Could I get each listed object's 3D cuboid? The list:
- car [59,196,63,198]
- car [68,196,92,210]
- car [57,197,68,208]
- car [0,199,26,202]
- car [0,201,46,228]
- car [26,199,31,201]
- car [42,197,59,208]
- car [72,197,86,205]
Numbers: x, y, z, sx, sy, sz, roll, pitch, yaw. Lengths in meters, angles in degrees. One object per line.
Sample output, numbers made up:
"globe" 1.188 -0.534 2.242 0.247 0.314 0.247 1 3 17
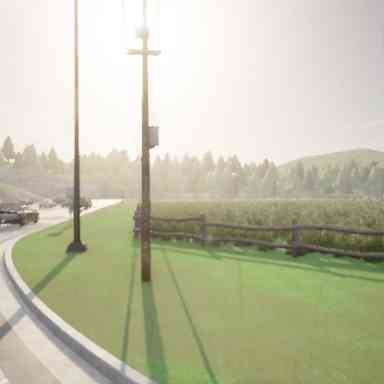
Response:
"car" -26.251 1.678 66.833 2.097 1.767 4.553 0 0 -9
"car" -16.463 1.570 49.837 2.150 2.045 5.566 0 0 -9
"car" -21.283 2.016 57.534 1.895 1.301 4.718 0 0 -9
"car" -27.098 2.007 49.940 1.895 1.301 4.718 0 0 -9
"car" -12.481 1.683 23.869 2.128 1.511 4.902 0 0 -9
"car" -33.241 2.049 66.268 1.812 1.442 4.674 0 0 -9
"car" -24.752 1.957 57.067 1.812 1.442 4.674 0 0 -9
"car" -22.795 1.807 67.393 1.837 1.490 4.892 0 0 -9
